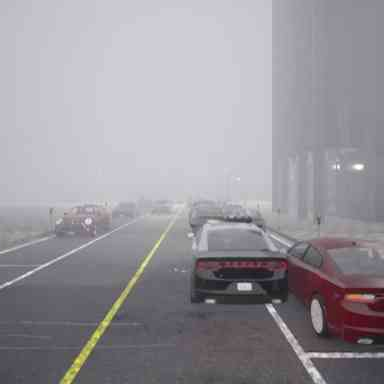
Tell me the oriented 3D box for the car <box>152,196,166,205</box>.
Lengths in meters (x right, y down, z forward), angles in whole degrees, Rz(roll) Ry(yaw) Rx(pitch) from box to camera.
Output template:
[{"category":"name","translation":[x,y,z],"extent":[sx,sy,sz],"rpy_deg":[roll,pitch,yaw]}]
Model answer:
[{"category":"car","translation":[-5.590,1.481,57.242],"extent":[2.008,1.369,4.403],"rpy_deg":[0,0,0]}]

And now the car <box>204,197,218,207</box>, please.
[{"category":"car","translation":[2.918,1.491,51.576],"extent":[2.008,1.369,4.403],"rpy_deg":[0,0,0]}]

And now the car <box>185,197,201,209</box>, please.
[{"category":"car","translation":[0.169,1.497,45.849],"extent":[2.033,1.411,5.357],"rpy_deg":[0,0,1]}]

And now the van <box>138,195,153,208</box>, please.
[{"category":"van","translation":[-5.643,1.299,40.319],"extent":[1.690,1.788,3.998],"rpy_deg":[0,0,0]}]

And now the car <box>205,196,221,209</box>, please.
[{"category":"car","translation":[2.900,1.389,45.935],"extent":[1.967,1.590,4.097],"rpy_deg":[0,0,0]}]

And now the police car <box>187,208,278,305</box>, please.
[{"category":"police car","translation":[0.911,1.421,8.301],"extent":[1.930,1.638,5.238],"rpy_deg":[0,0,0]}]

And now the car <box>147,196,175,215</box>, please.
[{"category":"car","translation":[-2.990,1.473,33.279],"extent":[1.837,1.490,4.892],"rpy_deg":[0,0,0]}]

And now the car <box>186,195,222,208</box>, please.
[{"category":"car","translation":[0.821,1.331,24.162],"extent":[2.097,1.767,4.553],"rpy_deg":[0,0,0]}]

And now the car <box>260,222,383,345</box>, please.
[{"category":"car","translation":[2.778,1.540,6.450],"extent":[1.887,1.381,4.507],"rpy_deg":[0,0,0]}]

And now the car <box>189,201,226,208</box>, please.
[{"category":"car","translation":[0.891,1.491,18.191],"extent":[1.837,1.490,4.892],"rpy_deg":[0,0,0]}]

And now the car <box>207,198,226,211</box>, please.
[{"category":"car","translation":[2.883,1.509,40.293],"extent":[2.008,1.369,4.403],"rpy_deg":[0,0,0]}]

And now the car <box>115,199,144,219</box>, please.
[{"category":"car","translation":[-5.677,1.539,29.037],"extent":[1.947,1.339,4.313],"rpy_deg":[0,0,0]}]

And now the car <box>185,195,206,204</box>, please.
[{"category":"car","translation":[0.762,1.408,64.739],"extent":[1.882,1.535,5.008],"rpy_deg":[0,0,32]}]

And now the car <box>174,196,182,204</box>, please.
[{"category":"car","translation":[-2.817,1.418,60.254],"extent":[2.128,1.511,4.902],"rpy_deg":[0,0,0]}]

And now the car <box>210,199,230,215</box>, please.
[{"category":"car","translation":[2.866,1.491,34.823],"extent":[1.752,1.417,4.829],"rpy_deg":[0,0,0]}]

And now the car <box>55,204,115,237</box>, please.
[{"category":"car","translation":[-5.713,1.426,17.755],"extent":[1.967,1.590,4.097],"rpy_deg":[0,0,0]}]

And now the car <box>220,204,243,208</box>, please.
[{"category":"car","translation":[2.813,1.537,17.731],"extent":[2.008,1.369,4.403],"rpy_deg":[0,0,0]}]
